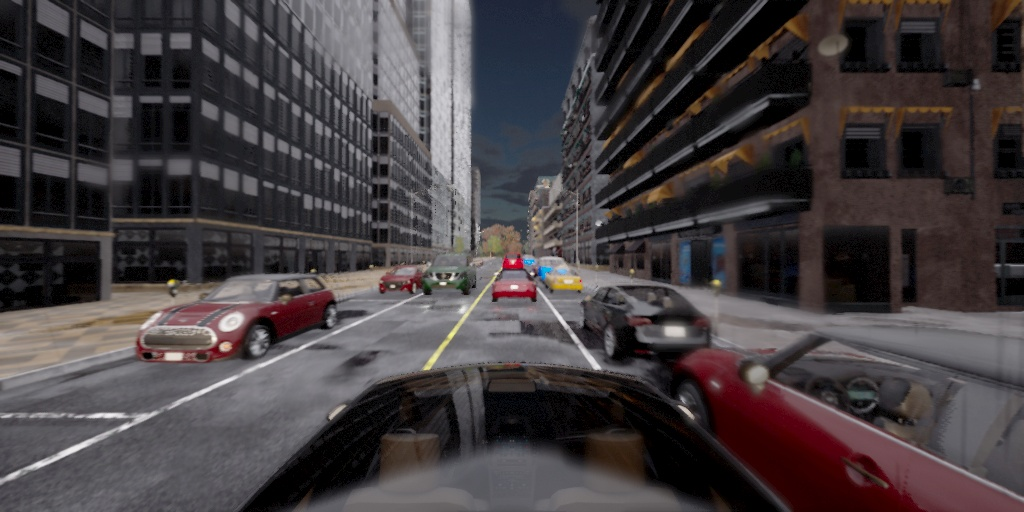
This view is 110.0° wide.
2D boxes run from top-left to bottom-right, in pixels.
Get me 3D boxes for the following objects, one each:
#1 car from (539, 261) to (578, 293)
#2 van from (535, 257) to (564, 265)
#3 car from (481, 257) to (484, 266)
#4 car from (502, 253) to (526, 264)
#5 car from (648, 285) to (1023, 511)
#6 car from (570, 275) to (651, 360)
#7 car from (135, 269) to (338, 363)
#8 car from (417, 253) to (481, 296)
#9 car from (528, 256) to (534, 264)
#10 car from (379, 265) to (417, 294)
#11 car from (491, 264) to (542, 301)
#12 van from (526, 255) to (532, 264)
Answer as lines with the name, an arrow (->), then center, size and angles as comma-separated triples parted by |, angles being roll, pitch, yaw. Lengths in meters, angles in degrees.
car -> 2.695, 1.172, 19.515 | 1.751, 1.417, 4.829 | 0, 0, 0
van -> 2.696, 0.954, 25.002 | 1.690, 1.789, 3.998 | 0, 0, 0
car -> -5.679, 0.855, 58.940 | 1.967, 1.591, 4.097 | 0, 0, 0
car -> 0.105, 0.749, 38.046 | 2.150, 2.045, 5.566 | 0, -1, 0
car -> 2.692, 1.186, 2.373 | 1.967, 1.591, 4.097 | 0, 0, 0
car -> 2.693, 1.279, 8.030 | 1.948, 1.339, 4.313 | 0, 0, 0
car -> -5.688, 1.153, 8.025 | 1.967, 1.591, 4.097 | 0, 0, 0
car -> -3.095, 0.871, 18.904 | 2.150, 2.045, 5.566 | 0, 0, 0
car -> 2.697, 1.020, 30.659 | 1.967, 1.591, 4.097 | 0, 0, 0
car -> -5.686, 1.192, 19.340 | 1.888, 1.381, 4.507 | 0, 0, 0
car -> 0.101, 1.226, 16.571 | 1.994, 1.385, 4.181 | 0, 0, 0
van -> 2.702, 0.756, 58.945 | 1.690, 1.789, 3.998 | 0, 0, 0
